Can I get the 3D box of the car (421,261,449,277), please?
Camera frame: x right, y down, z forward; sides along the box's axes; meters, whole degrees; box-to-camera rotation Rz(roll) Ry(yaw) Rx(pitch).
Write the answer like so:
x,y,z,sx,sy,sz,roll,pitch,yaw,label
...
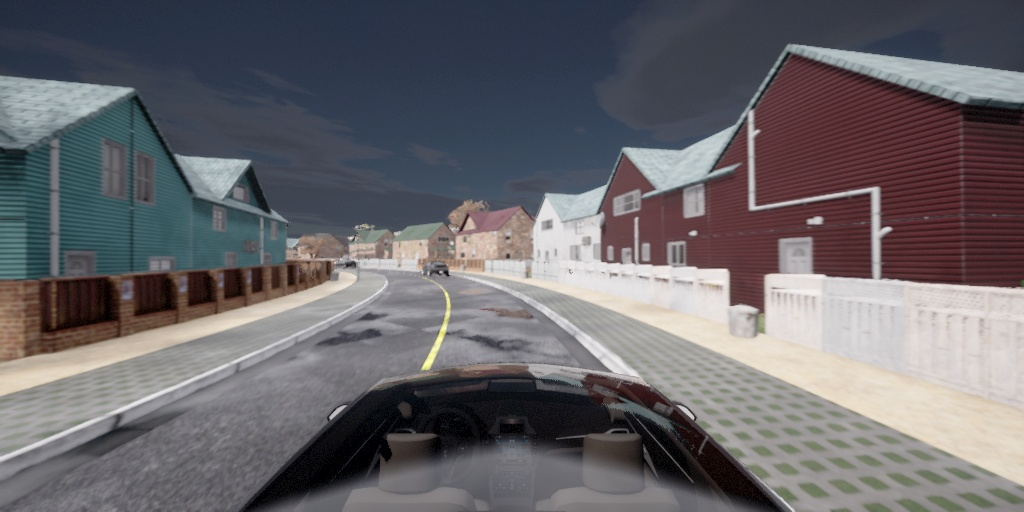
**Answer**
x,y,z,sx,sy,sz,roll,pitch,yaw,label
-7.328,1.210,34.092,1.837,1.490,4.892,0,-1,-25,car
